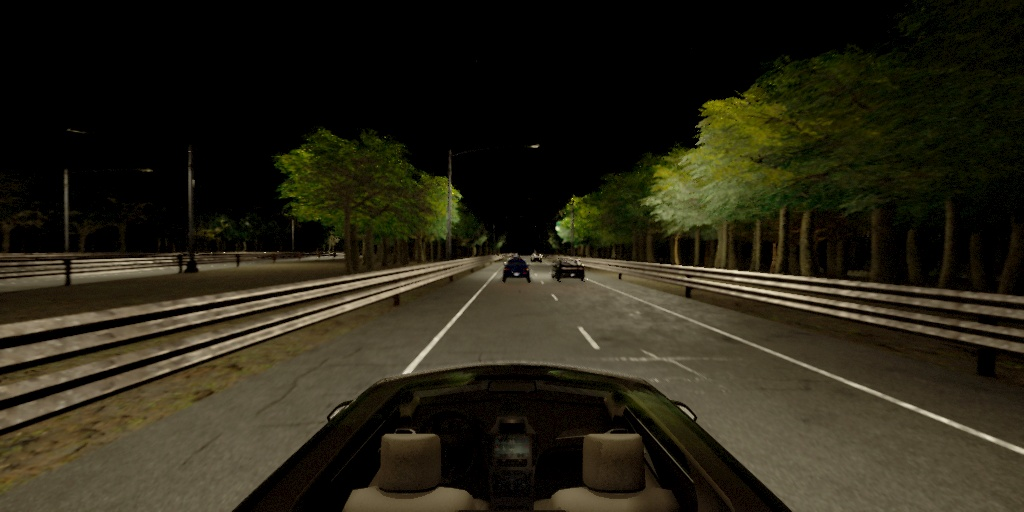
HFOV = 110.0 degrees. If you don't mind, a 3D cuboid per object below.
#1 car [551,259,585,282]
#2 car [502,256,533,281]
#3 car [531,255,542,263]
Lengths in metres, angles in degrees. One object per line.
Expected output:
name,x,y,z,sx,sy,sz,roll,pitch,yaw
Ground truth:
car,3.812,0.940,24.849,2.128,1.511,4.902,0,1,1
car,0.314,0.946,25.098,1.812,1.442,4.674,0,1,1
car,4.244,0.528,64.541,1.895,1.301,4.718,0,1,1
